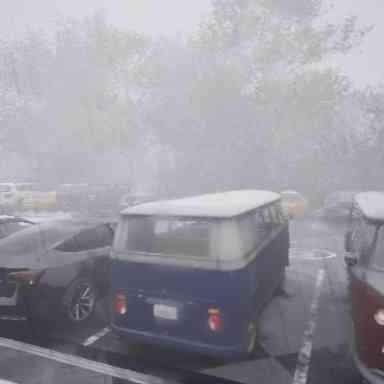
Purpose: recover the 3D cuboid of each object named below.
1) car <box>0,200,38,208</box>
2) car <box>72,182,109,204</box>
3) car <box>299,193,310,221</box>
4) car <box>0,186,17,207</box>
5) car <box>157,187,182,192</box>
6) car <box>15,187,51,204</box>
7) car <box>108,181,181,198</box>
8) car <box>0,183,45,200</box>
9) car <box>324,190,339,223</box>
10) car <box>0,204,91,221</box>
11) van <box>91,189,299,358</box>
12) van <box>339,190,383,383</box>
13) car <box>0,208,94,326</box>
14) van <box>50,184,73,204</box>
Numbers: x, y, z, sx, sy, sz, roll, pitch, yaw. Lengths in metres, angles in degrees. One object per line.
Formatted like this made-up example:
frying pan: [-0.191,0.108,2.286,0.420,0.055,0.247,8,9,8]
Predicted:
car: [-7.151,1.233,9.113,2.231,1.521,4.892,0,3,24]
car: [-4.928,0.354,22.438,2.435,2.045,5.566,0,3,24]
car: [5.284,0.615,18.069,1.946,1.575,5.366,0,3,24]
car: [-17.603,0.408,28.096,2.185,1.767,4.553,0,3,24]
car: [0.147,0.651,20.190,2.163,1.488,4.792,0,3,24]
car: [-9.930,0.566,24.852,1.946,1.575,5.366,0,3,24]
car: [-2.415,0.366,21.255,2.435,2.045,5.566,0,3,24]
car: [-12.533,0.312,25.828,2.435,2.045,5.566,0,3,24]
car: [7.743,0.625,16.764,2.097,1.535,5.008,0,3,24]
car: [-4.594,1.280,7.966,2.002,1.452,4.674,0,3,24]
van: [0.574,1.010,5.778,1.878,1.987,4.442,0,3,24]
van: [3.037,1.019,4.424,1.878,1.987,4.442,0,3,24]
car: [-2.017,1.272,6.851,2.163,1.488,4.792,0,3,24]
van: [-7.427,0.361,23.650,1.878,1.987,4.442,0,3,24]
